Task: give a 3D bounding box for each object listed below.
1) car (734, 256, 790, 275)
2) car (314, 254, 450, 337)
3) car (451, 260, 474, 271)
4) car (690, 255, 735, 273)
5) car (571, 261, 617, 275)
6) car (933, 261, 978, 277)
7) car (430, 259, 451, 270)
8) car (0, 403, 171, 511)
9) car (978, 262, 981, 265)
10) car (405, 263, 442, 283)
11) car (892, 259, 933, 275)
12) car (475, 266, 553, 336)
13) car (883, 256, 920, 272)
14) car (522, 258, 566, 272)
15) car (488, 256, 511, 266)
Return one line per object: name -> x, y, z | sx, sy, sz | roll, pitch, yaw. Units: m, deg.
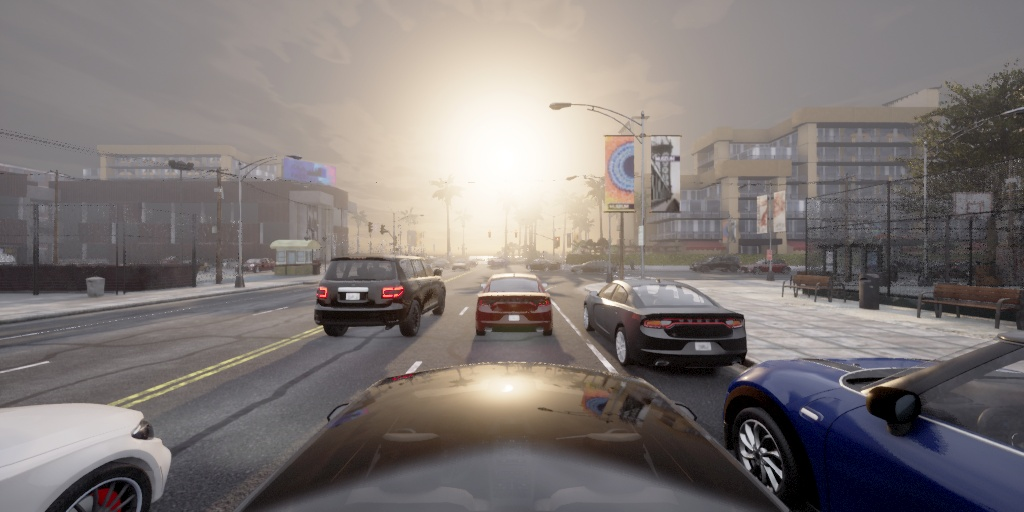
car -> 27.196, 1.102, 38.707 | 4.553, 1.767, 2.097 | 0, 0, 0
car -> -3.437, 0.971, 10.475 | 2.150, 2.045, 5.566 | 0, 0, 0
car -> -6.987, 1.297, 49.339 | 2.033, 1.411, 5.357 | 0, 0, 1
car -> 23.975, 0.967, 42.188 | 5.566, 2.045, 2.150 | -1, 0, 0
car -> 8.951, 1.257, 39.325 | 4.892, 1.490, 1.837 | 1, 1, 11
car -> 45.182, 1.255, 35.271 | 4.892, 1.490, 1.837 | 0, 0, -1
car -> -10.341, 1.255, 52.478 | 1.837, 1.490, 4.892 | 0, 0, 3
car -> -3.411, 1.276, 0.637 | 1.812, 1.442, 4.674 | 0, 0, 0
car -> 45.183, 1.102, 31.771 | 4.553, 1.767, 2.097 | 0, 0, -1
car -> -7.092, 1.314, 29.165 | 1.994, 1.385, 4.181 | 0, 0, 0
car -> 45.151, 1.363, 38.771 | 5.357, 1.411, 2.033 | 0, 0, -1
car -> 0.064, 1.228, 10.461 | 1.882, 1.535, 5.008 | 0, 0, 0
car -> 44.913, 0.957, 42.271 | 5.566, 2.045, 2.150 | 0, 0, 0
car -> 4.065, 1.228, 46.500 | 1.882, 1.535, 5.008 | -1, 1, -43
car -> -2.069, 1.228, 62.127 | 1.882, 1.535, 5.008 | 0, 0, 14
